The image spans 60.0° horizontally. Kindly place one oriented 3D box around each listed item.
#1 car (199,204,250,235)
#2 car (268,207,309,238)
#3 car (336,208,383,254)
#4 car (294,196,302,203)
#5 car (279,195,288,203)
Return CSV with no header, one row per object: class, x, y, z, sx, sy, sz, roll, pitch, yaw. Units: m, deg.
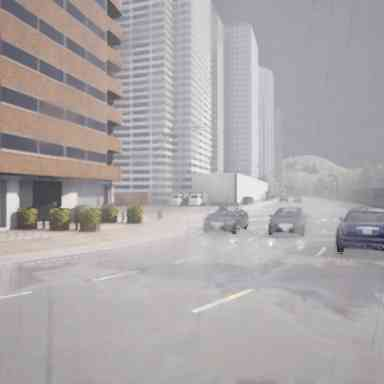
car,2.196,1.630,19.868,2.128,1.511,4.902,0,0,21
car,5.521,1.612,18.796,2.128,1.511,4.902,0,0,21
car,7.111,1.429,13.532,2.097,1.767,4.553,0,-1,27
car,27.114,1.882,84.981,2.097,1.767,4.553,0,0,18
car,23.764,1.770,85.999,2.150,2.045,5.566,0,0,18
